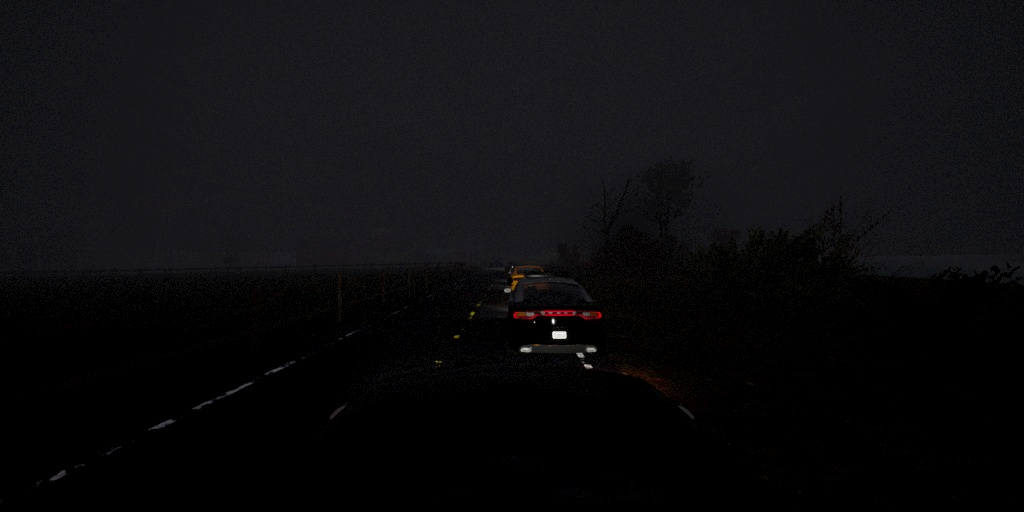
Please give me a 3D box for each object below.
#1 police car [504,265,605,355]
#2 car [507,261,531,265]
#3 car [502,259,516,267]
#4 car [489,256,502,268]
[{"bbox_3d":[0.830,1.174,8.839,1.930,1.638,5.238,0,0,0],"label":"police car"},{"bbox_3d":[0.836,1.228,18.729,1.882,1.535,5.008,0,0,0],"label":"car"},{"bbox_3d":[0.073,1.335,46.627,1.994,1.385,4.181,0,0,0],"label":"car"},{"bbox_3d":[-2.711,1.020,62.249,2.150,2.045,5.566,0,0,0],"label":"car"}]
